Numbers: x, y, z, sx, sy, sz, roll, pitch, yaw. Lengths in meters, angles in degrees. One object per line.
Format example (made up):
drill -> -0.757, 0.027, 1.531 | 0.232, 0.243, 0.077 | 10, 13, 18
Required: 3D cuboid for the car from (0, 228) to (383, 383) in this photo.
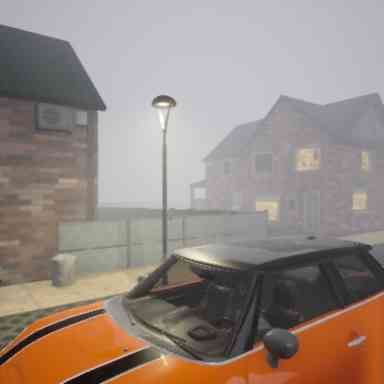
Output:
car -> 0.387, 1.343, 3.330 | 4.553, 1.767, 2.097 | 0, 0, -36
